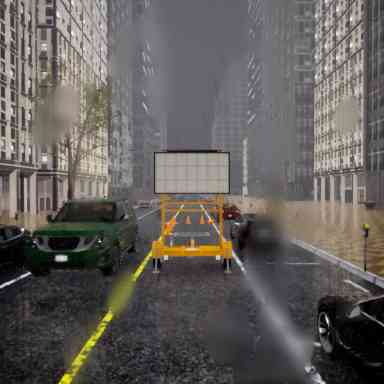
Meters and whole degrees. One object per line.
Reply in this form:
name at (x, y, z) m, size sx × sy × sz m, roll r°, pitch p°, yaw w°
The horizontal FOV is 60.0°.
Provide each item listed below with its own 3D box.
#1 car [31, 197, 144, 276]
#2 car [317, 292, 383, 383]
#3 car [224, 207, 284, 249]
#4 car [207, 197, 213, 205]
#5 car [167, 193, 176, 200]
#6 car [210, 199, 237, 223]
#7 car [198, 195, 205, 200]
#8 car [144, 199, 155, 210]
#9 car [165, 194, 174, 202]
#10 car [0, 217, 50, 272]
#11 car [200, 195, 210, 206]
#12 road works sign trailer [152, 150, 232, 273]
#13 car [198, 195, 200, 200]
car at (-3.101, 1.219, 10.656) m, size 2.150 × 2.045 × 5.566 m, roll 0°, pitch 0°, yaw 0°
car at (2.684, 1.565, 3.093) m, size 1.947 × 1.339 × 4.313 m, roll -1°, pitch 0°, yaw 0°
car at (2.681, 1.562, 14.379) m, size 1.947 × 1.339 × 4.313 m, roll -1°, pitch 0°, yaw 0°
car at (2.677, 1.514, 31.477) m, size 1.752 × 1.417 × 4.829 m, roll -1°, pitch 0°, yaw 0°
car at (-5.721, 1.262, 93.353) m, size 2.192 × 1.841 × 5.009 m, roll -1°, pitch 0°, yaw 0°
car at (2.678, 1.536, 25.665) m, size 1.887 × 1.381 × 4.507 m, roll -1°, pitch 0°, yaw 0°
car at (2.663, 1.498, 93.378) m, size 2.008 × 1.369 × 4.403 m, roll -1°, pitch 0°, yaw 0°
car at (-5.706, 1.534, 42.580) m, size 2.008 × 1.369 × 4.403 m, roll -1°, pitch 0°, yaw 0°
car at (-5.714, 1.487, 76.259) m, size 1.752 × 1.417 × 4.829 m, roll -1°, pitch 0°, yaw 0°
car at (-5.699, 1.564, 8.732) m, size 1.947 × 1.339 × 4.313 m, roll -1°, pitch 0°, yaw 0°
car at (2.672, 1.522, 53.879) m, size 1.887 × 1.381 × 4.507 m, roll -1°, pitch 0°, yaw 0°
road works sign trailer at (0.001, 0.462, 10.643) m, size 2.380 × 3.560 × 2.880 m, roll 0°, pitch 0°, yaw 0°
car at (2.667, 1.513, 76.449) m, size 2.008 × 1.369 × 4.403 m, roll -1°, pitch 0°, yaw 0°
